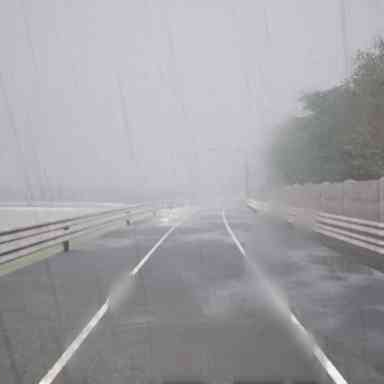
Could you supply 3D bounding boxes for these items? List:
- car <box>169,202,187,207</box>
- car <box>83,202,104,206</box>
[{"bbox_3d":[-3.801,3.704,90.755,5.566,2.045,2.150,3,-5,-38],"label":"car"},{"bbox_3d":[-23.122,3.113,78.387,4.892,1.490,1.837,2,-4,-27],"label":"car"}]
